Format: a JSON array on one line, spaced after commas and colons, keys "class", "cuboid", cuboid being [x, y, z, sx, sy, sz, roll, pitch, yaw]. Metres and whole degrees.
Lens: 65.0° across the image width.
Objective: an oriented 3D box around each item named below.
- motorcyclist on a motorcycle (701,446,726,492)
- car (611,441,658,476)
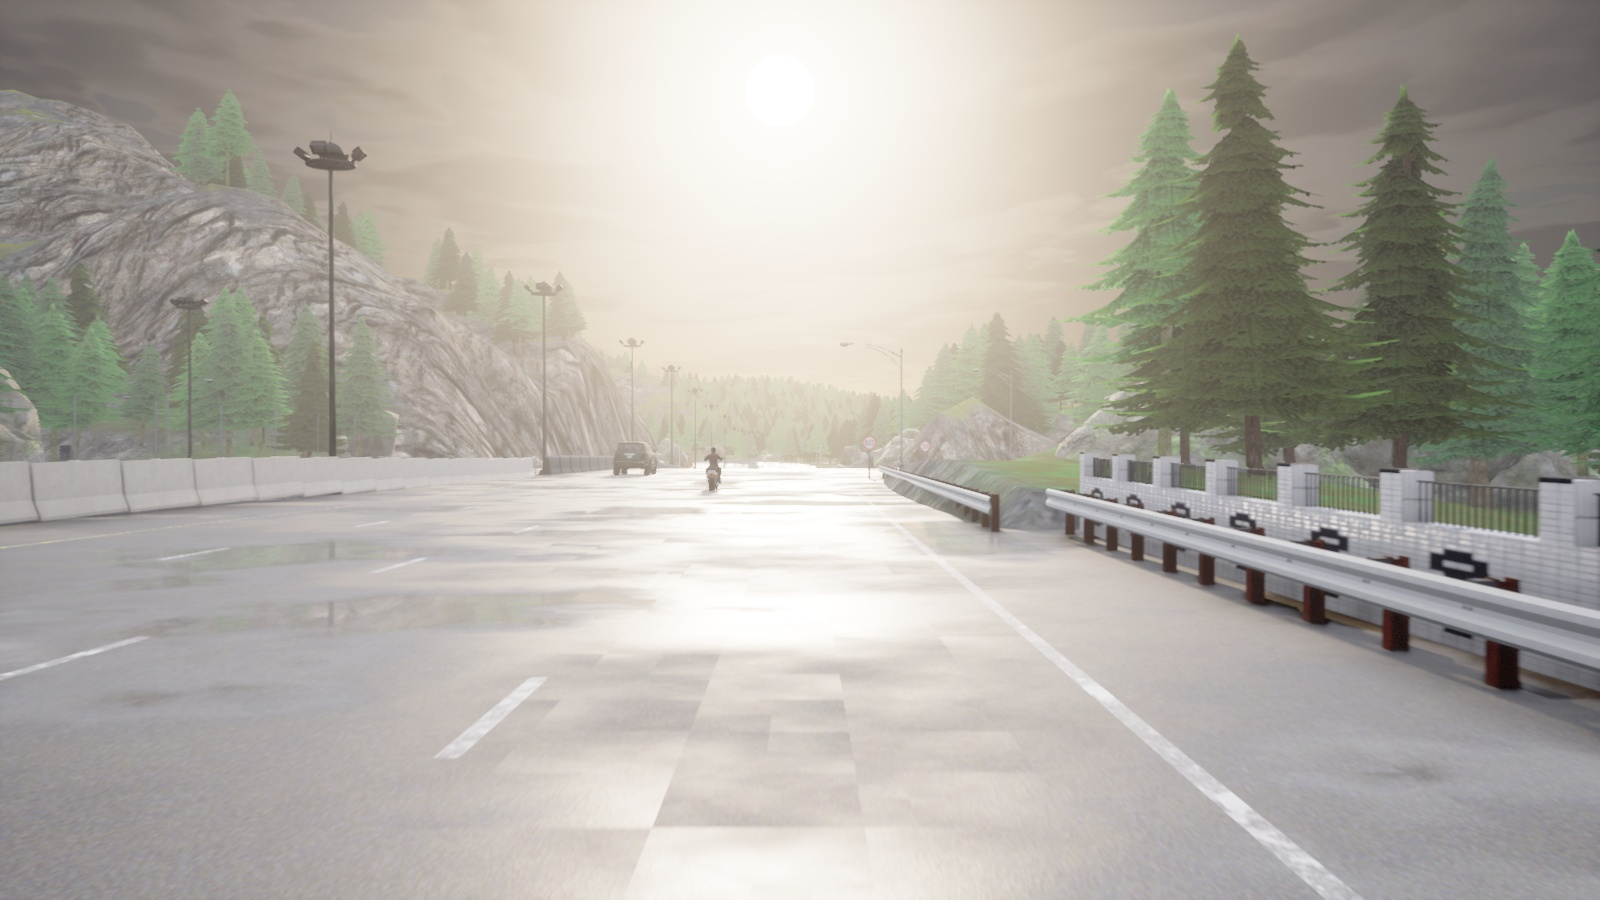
[{"class": "motorcyclist on a motorcycle", "cuboid": [-3.224, 0.700, 47.073, 0.766, 1.649, 2.350, 0, 0, 0]}, {"class": "car", "cuboid": [-10.134, 0.500, 77.516, 2.150, 2.045, 5.566, 0, 0, 0]}]
